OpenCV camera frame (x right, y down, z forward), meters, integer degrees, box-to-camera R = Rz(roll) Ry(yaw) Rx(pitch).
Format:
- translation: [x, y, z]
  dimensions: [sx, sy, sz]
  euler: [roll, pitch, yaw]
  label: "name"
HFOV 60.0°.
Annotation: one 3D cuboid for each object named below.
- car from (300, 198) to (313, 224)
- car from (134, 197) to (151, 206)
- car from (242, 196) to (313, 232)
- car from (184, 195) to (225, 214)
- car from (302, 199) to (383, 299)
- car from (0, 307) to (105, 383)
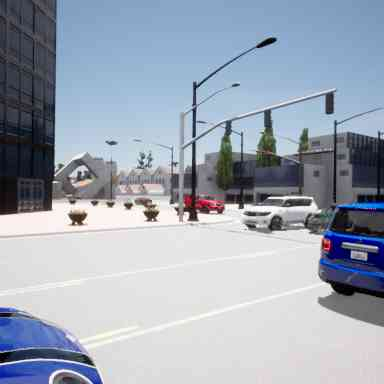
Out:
- translation: [8.527, 1.420, 18.704]
  dimensions: [4.553, 1.767, 2.097]
  euler: [1, 0, -36]
  label: "car"
- translation: [-8.724, 1.634, 58.630]
  dimensions: [1.882, 1.535, 5.008]
  euler: [1, 0, -27]
  label: "car"
- translation: [5.657, 1.278, 20.954]
  dimensions: [5.566, 2.045, 2.150]
  euler: [1, 0, -36]
  label: "car"
- translation: [1.267, 1.314, 36.702]
  dimensions: [2.150, 2.045, 5.566]
  euler: [1, -1, -35]
  label: "car"
- translation: [5.179, 1.239, 7.497]
  dimensions: [5.566, 2.045, 2.150]
  euler: [0, 0, -35]
  label: "car"
- translation: [-2.747, 1.352, 1.783]
  dimensions: [4.553, 1.767, 2.097]
  euler: [0, 0, -35]
  label: "car"
